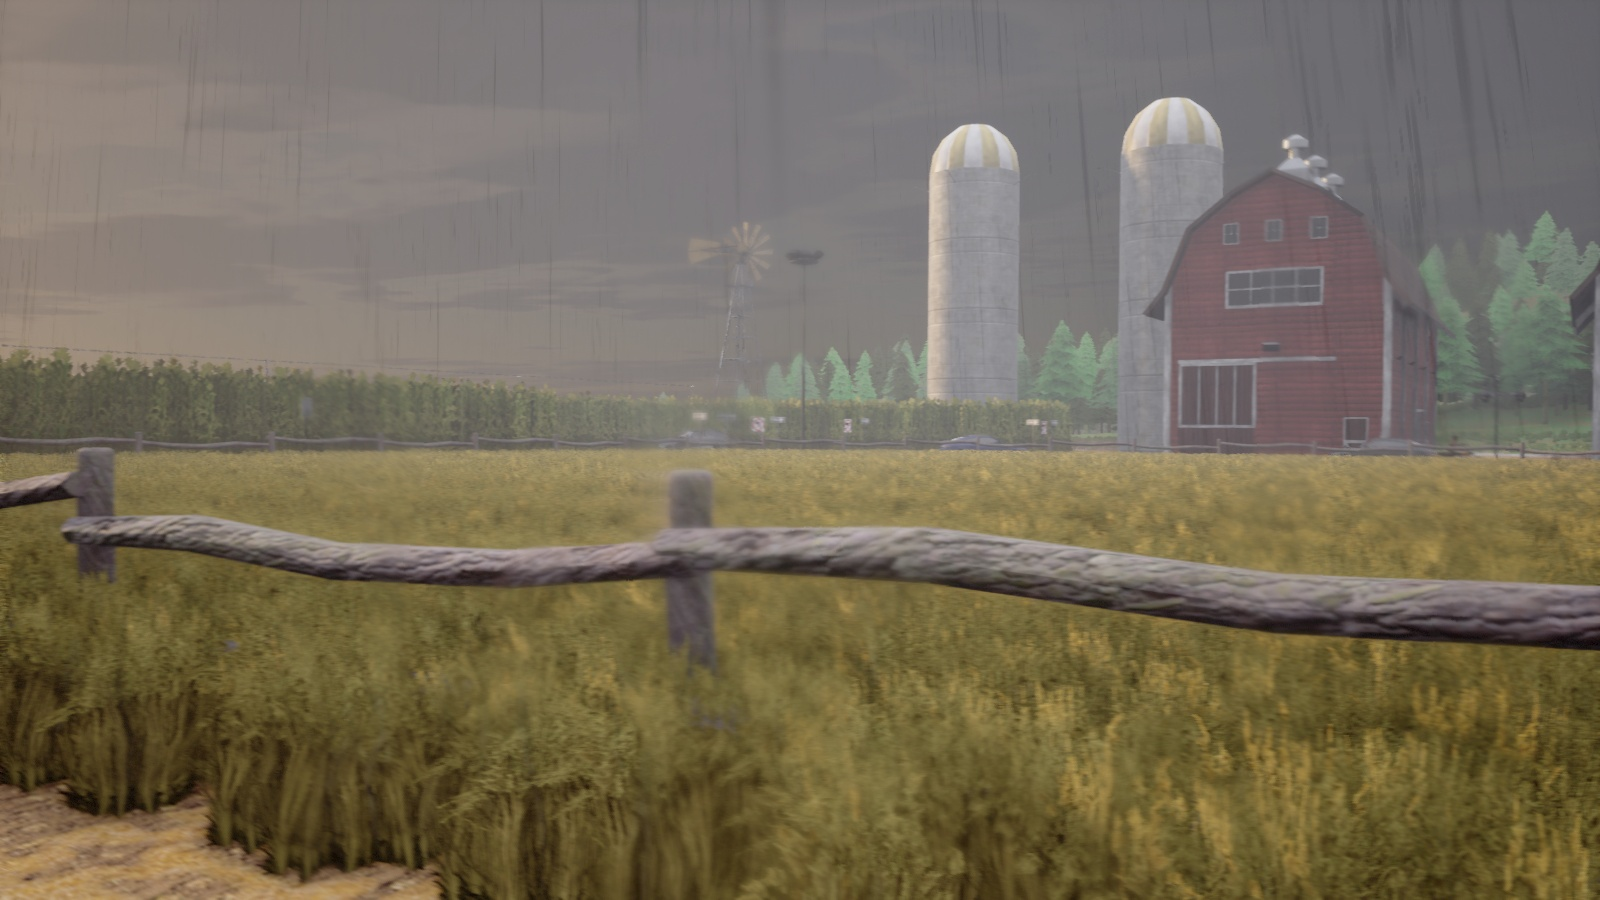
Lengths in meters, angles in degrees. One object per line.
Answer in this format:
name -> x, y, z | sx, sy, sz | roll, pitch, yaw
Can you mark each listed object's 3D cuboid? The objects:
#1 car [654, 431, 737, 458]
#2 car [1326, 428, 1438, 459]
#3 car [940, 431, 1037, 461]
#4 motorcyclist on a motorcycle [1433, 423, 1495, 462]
car -> -6.617, -0.378, 79.613 | 4.856, 1.649, 2.033 | -1, 0, -33
car -> 27.364, -0.310, 59.053 | 4.674, 1.442, 1.812 | 0, 1, 29
car -> 9.594, -0.219, 64.227 | 4.674, 1.442, 1.812 | -1, 0, 0
motorcyclist on a motorcycle -> 28.693, -0.332, 54.290 | 2.350, 1.649, 0.766 | 0, 1, 29
